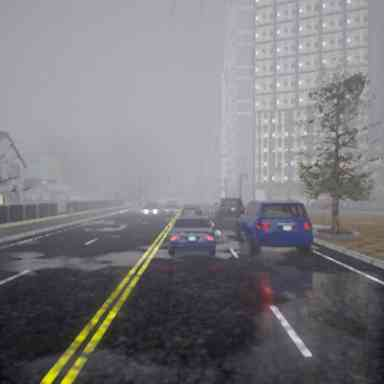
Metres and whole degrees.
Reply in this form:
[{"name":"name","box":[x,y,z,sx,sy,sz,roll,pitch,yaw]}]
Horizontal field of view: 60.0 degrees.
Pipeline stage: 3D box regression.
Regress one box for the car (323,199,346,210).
[{"name":"car","box":[23.026,2.205,56.876,5.009,1.841,2.192,0,1,20]}]

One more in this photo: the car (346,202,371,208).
[{"name":"car","box":[31.061,2.336,62.327,4.403,1.369,2.008,0,1,20]}]

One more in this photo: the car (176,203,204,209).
[{"name":"car","box":[0.012,1.768,29.295,2.128,1.511,4.902,0,0,0]}]

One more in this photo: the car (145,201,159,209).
[{"name":"car","box":[-6.490,2.134,54.567,1.895,1.301,4.718,0,-1,0]}]

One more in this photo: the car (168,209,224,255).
[{"name":"car","box":[0.004,1.676,13.971,2.033,1.411,5.357,0,-1,0]}]

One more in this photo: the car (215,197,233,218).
[{"name":"car","box":[3.258,1.489,29.021,2.150,2.045,5.566,0,0,0]}]

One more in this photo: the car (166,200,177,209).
[{"name":"car","box":[-3.239,2.082,54.688,2.033,1.411,5.357,0,-1,0]}]

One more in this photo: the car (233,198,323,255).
[{"name":"car","box":[3.254,1.346,14.017,2.150,2.045,5.566,0,0,0]}]
